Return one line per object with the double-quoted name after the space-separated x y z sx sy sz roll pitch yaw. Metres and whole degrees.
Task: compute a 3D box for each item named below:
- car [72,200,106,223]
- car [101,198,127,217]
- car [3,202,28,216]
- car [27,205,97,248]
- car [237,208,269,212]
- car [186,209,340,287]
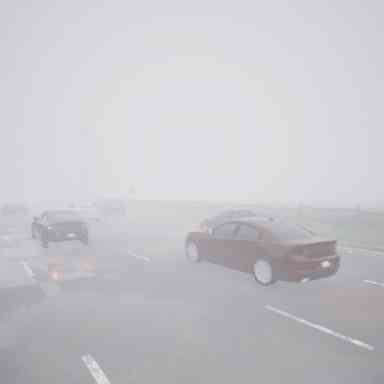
-8.322 1.517 24.979 1.812 1.442 4.674 0 0 -33 "car"
-7.641 1.341 30.362 2.097 1.767 4.553 0 0 -33 "car"
-17.218 1.590 32.261 1.895 1.301 4.718 0 0 -33 "car"
-5.986 1.520 14.945 1.812 1.442 4.674 0 0 -33 "car"
2.222 1.499 15.153 1.837 1.490 4.892 0 0 -33 "car"
1.673 1.474 9.569 1.882 1.535 5.008 0 0 -33 "car"
